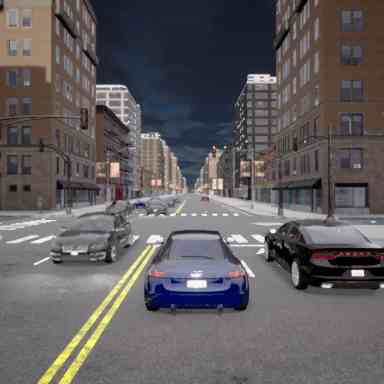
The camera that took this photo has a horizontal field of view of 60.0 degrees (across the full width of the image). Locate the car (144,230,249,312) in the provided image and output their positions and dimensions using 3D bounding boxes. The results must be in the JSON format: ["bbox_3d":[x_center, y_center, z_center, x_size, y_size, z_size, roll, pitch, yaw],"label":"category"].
[{"bbox_3d":[0.081,1.564,7.781,1.994,1.385,4.181,0,0,0],"label":"car"}]

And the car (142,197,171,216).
[{"bbox_3d":[-3.382,1.508,32.852,1.837,1.490,4.892,0,0,0],"label":"car"}]

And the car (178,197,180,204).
[{"bbox_3d":[-3.346,1.539,65.601,2.033,1.411,5.357,0,0,0],"label":"car"}]

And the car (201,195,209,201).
[{"bbox_3d":[3.180,1.464,80.583,1.882,1.535,5.008,0,0,0],"label":"car"}]

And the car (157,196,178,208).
[{"bbox_3d":[-3.390,1.561,46.924,1.994,1.385,4.181,0,0,0],"label":"car"}]

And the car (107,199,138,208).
[{"bbox_3d":[-6.627,1.517,30.877,1.837,1.490,4.892,0,0,0],"label":"car"}]

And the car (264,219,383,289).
[{"bbox_3d":[3.330,1.478,9.159,1.882,1.535,5.008,0,0,0],"label":"car"}]

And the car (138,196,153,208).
[{"bbox_3d":[-6.638,1.599,44.416,1.895,1.301,4.718,0,0,0],"label":"car"}]

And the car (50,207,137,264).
[{"bbox_3d":[-3.359,1.505,11.935,1.837,1.490,4.892,0,0,0],"label":"car"}]

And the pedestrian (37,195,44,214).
[{"bbox_3d":[-14.169,1.170,31.092,0.375,1.860,0.375,0,0,0],"label":"pedestrian"}]
